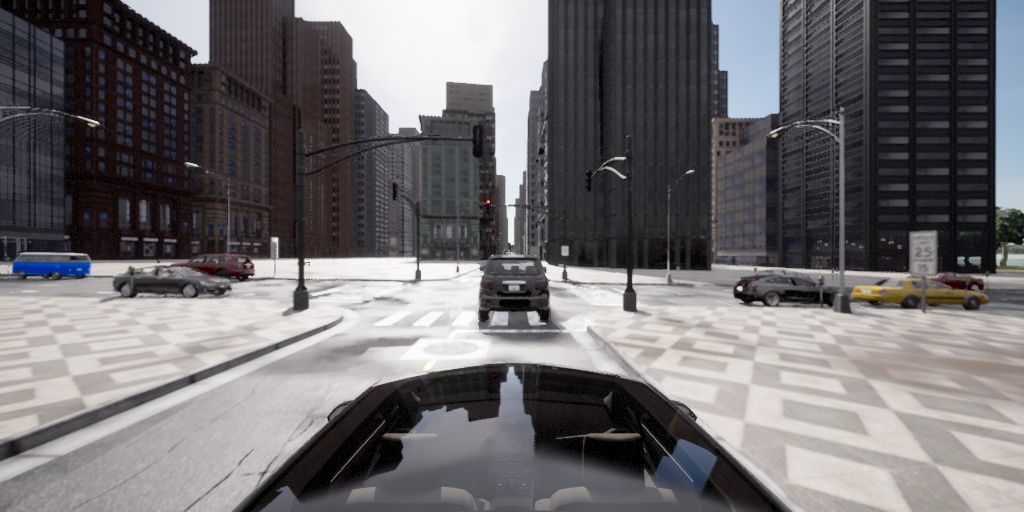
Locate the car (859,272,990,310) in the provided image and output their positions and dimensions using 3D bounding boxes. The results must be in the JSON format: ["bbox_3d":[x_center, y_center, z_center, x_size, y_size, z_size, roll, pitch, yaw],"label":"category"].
[{"bbox_3d":[17.940,1.562,15.832,4.829,1.417,1.751,0,0,0],"label":"car"}]

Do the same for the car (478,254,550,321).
[{"bbox_3d":[0.077,0.966,12.600,2.150,2.045,5.566,0,0,0],"label":"car"}]

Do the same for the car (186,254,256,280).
[{"bbox_3d":[-20.226,0.785,24.267,5.009,1.841,2.192,0,0,0],"label":"car"}]

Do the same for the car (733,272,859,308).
[{"bbox_3d":[12.128,1.515,15.833,4.313,1.339,1.948,0,0,0],"label":"car"}]

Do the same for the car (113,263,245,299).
[{"bbox_3d":[-14.780,1.107,15.741,4.403,1.370,2.007,0,0,0],"label":"car"}]

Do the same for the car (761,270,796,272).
[{"bbox_3d":[17.780,1.576,24.357,4.403,1.370,2.007,0,0,0],"label":"car"}]

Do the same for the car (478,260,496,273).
[{"bbox_3d":[-3.093,1.227,44.893,1.837,1.490,4.892,0,0,0],"label":"car"}]

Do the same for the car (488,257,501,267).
[{"bbox_3d":[-3.030,1.063,63.421,2.097,1.767,4.553,0,0,0],"label":"car"}]

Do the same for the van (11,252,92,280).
[{"bbox_3d":[-31.145,0.665,24.269,3.998,1.789,1.690,0,0,0],"label":"van"}]
